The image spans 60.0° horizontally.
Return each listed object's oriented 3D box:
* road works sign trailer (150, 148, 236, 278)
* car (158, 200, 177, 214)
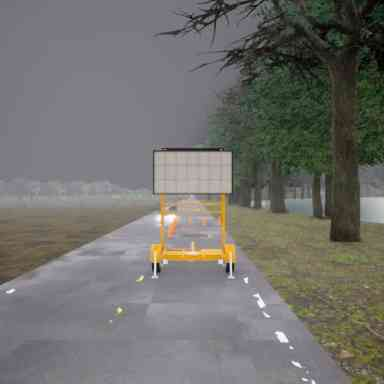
[{"bbox_3d":[0.031,0.475,10.113,2.380,3.560,2.880,0,0,0],"label":"road works sign trailer"},{"bbox_3d":[-2.633,1.595,36.476,2.128,1.511,4.902,0,0,0],"label":"car"}]
